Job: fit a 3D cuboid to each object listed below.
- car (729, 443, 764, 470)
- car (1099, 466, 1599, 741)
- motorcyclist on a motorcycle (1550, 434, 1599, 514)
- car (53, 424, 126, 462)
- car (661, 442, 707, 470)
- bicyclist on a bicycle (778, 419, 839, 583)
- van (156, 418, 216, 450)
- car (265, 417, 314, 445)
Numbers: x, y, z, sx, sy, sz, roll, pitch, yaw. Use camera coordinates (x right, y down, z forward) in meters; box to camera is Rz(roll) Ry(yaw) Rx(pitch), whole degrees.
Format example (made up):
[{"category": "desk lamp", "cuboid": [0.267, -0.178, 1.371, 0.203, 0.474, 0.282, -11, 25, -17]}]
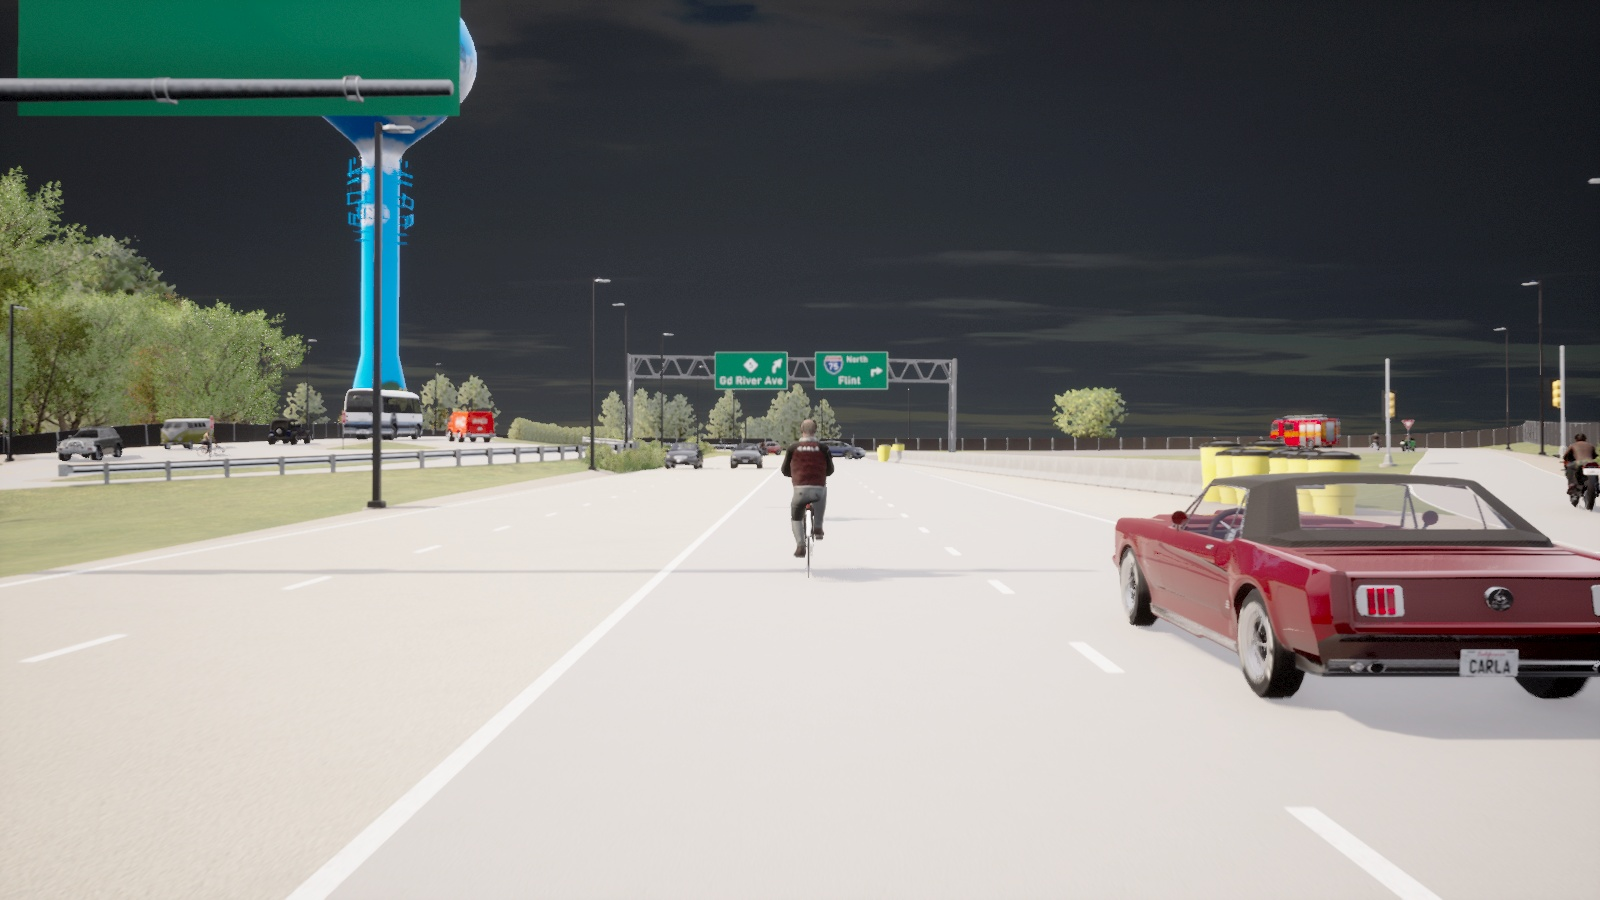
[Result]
[{"category": "car", "cuboid": [-3.073, 0.360, 72.485, 1.816, 1.474, 4.193, 0, 0, 0]}, {"category": "car", "cuboid": [3.565, 0.803, 8.677, 1.895, 1.301, 4.718, 0, 0, 0]}, {"category": "motorcyclist on a motorcycle", "cuboid": [15.552, 0.453, 24.950, 0.797, 1.523, 2.044, 0, 1, 22]}, {"category": "car", "cuboid": [-39.754, -0.420, 70.384, 1.932, 1.855, 4.605, 0, 3, -8]}, {"category": "car", "cuboid": [-6.580, 0.302, 71.435, 2.128, 1.511, 4.902, 0, 0, 0]}, {"category": "bicyclist on a bicycle", "cuboid": [0.098, 0.540, 14.520, 0.659, 1.776, 1.843, 0, 0, 0]}, {"category": "van", "cuboid": [-40.237, -1.101, 82.409, 1.775, 1.987, 4.442, 0, 2, -1]}, {"category": "car", "cuboid": [-36.694, -1.385, 90.327, 1.905, 1.878, 3.866, 0, 2, 1]}]
